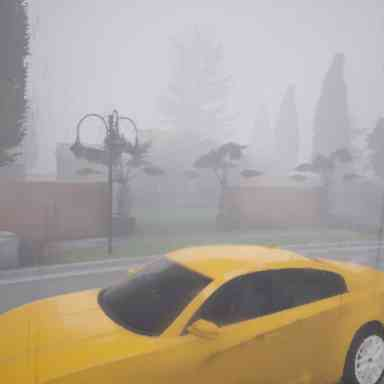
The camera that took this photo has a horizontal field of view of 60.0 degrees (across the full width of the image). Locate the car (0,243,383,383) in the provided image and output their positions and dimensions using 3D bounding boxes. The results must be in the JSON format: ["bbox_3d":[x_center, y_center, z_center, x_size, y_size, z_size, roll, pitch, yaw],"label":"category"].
[{"bbox_3d":[0.257,1.404,3.784,5.008,1.535,1.882,0,1,-28],"label":"car"}]
